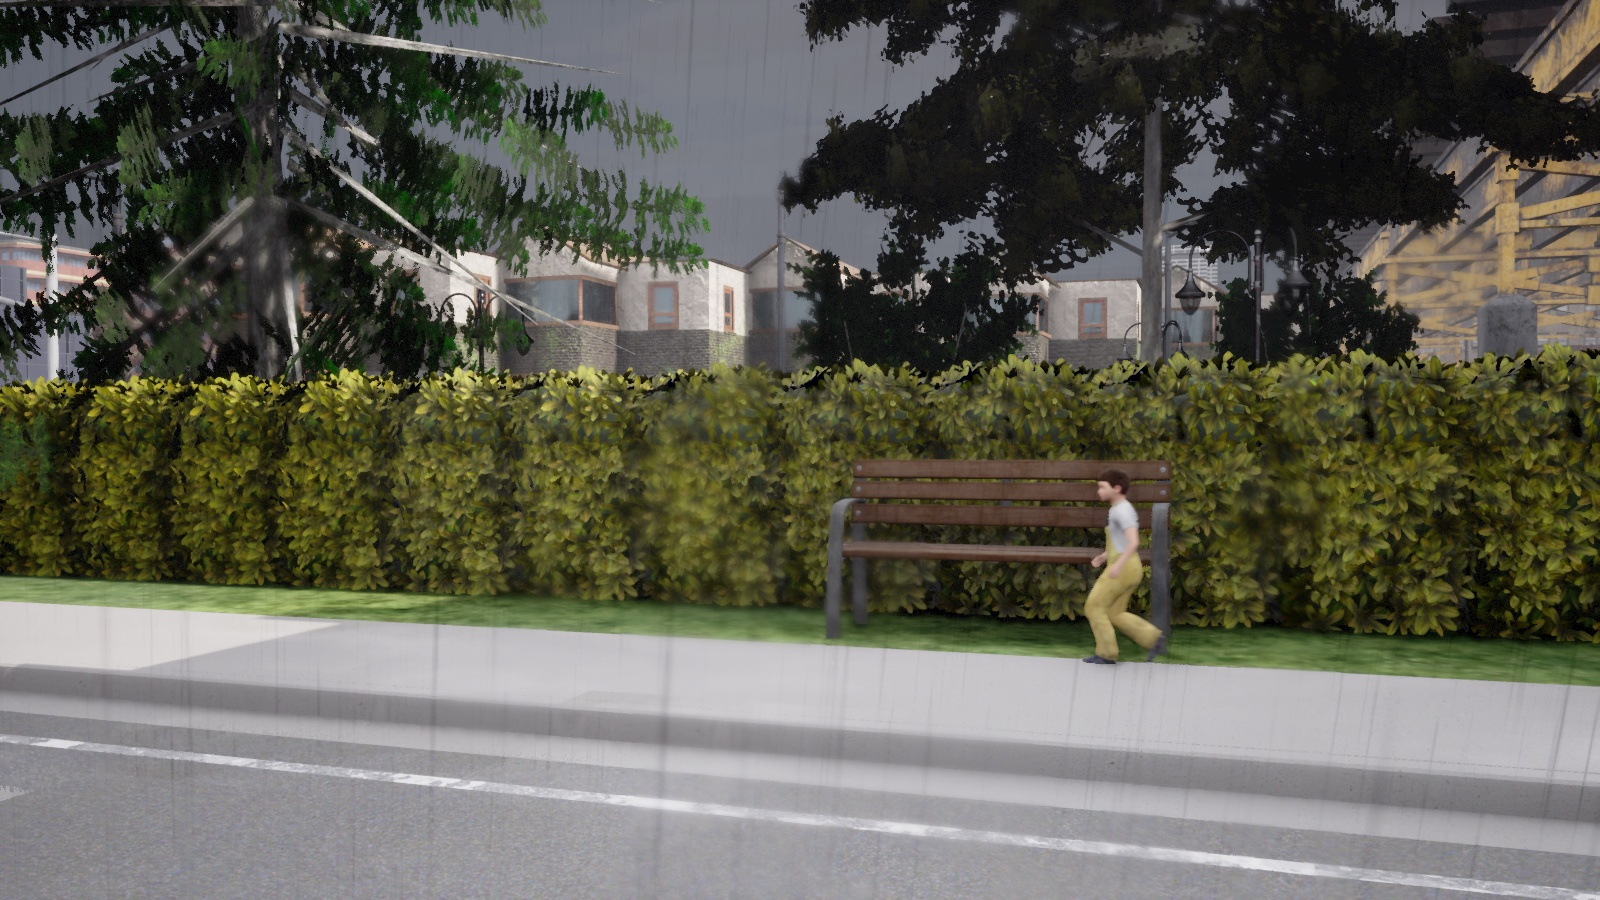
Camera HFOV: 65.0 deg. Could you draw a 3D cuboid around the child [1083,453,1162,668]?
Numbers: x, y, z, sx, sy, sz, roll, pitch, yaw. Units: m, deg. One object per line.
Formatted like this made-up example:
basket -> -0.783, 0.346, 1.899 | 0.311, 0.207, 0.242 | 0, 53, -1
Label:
child -> 1.962, 0.657, 7.631 | 0.437, 1.263, 0.270 | 1, 1, 18
